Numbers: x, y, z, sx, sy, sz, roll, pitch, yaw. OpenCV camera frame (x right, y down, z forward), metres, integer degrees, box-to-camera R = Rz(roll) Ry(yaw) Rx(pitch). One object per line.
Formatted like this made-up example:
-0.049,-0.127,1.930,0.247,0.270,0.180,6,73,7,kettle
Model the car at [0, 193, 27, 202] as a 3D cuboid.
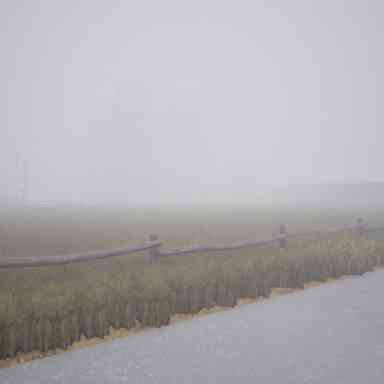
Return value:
-38.366,1.496,72.005,4.611,1.667,2.242,0,0,-35,car
